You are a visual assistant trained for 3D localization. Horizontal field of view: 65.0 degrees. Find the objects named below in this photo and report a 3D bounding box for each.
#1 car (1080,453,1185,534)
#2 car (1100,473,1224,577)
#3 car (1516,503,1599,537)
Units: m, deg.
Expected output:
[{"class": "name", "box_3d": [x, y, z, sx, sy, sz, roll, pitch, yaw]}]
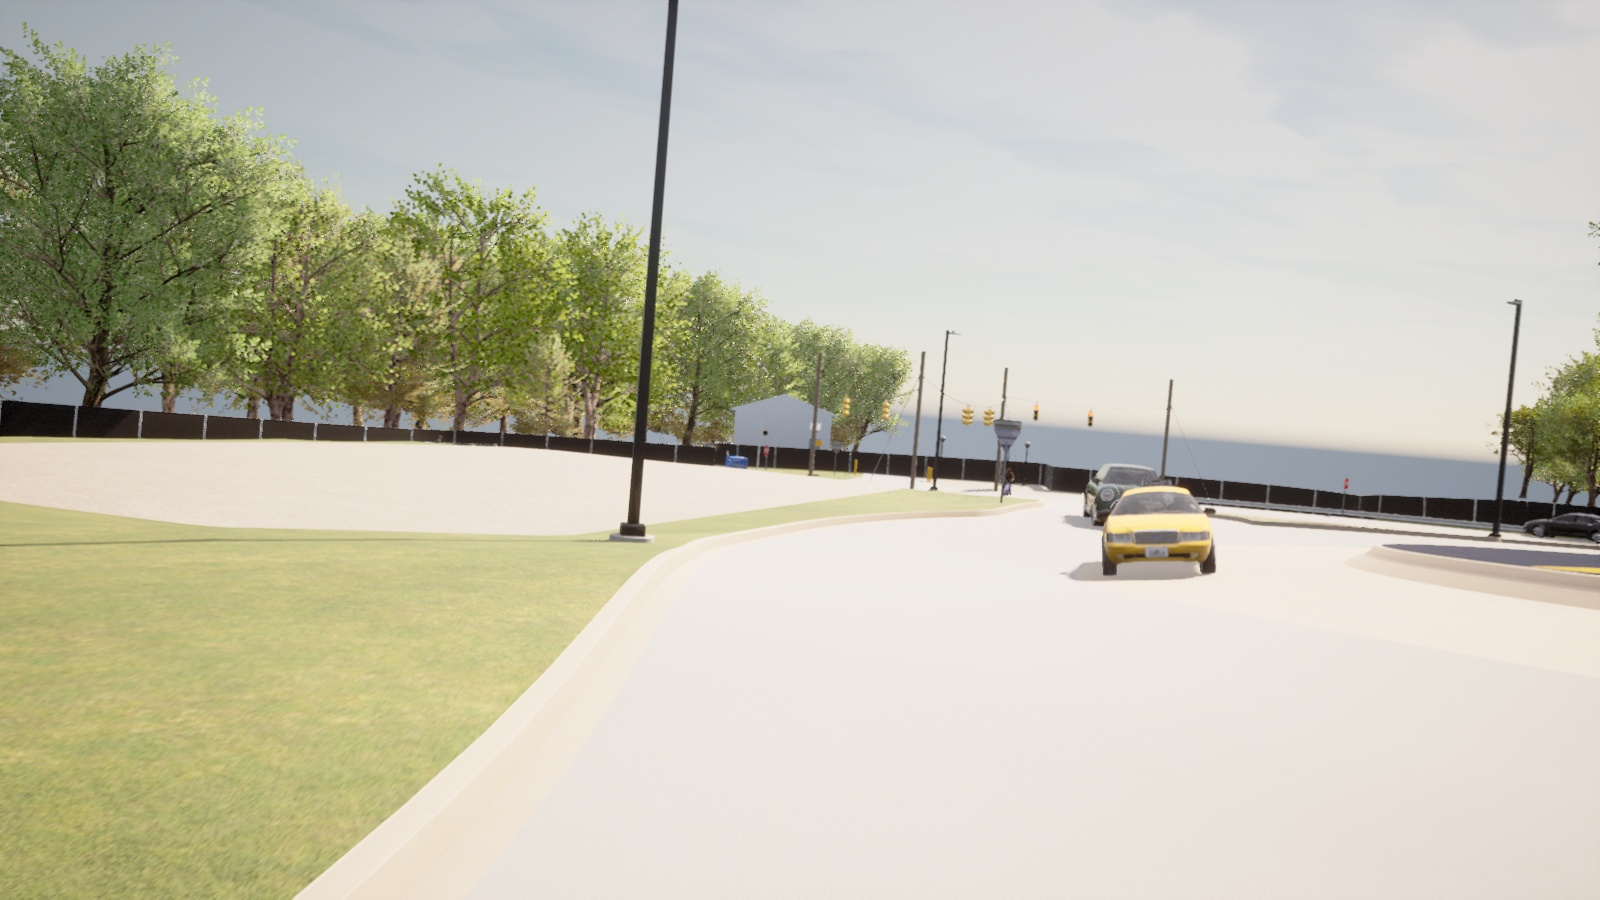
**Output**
[{"class": "car", "box_3d": [9.043, 1.126, 34.538, 2.097, 1.767, 4.553, 5, 2, 8]}, {"class": "car", "box_3d": [6.423, 1.237, 22.300, 1.801, 1.575, 5.366, -3, -2, 16]}, {"class": "car", "box_3d": [42.090, 3.830, 68.425, 1.837, 1.490, 4.892, 2, 1, -40]}]
